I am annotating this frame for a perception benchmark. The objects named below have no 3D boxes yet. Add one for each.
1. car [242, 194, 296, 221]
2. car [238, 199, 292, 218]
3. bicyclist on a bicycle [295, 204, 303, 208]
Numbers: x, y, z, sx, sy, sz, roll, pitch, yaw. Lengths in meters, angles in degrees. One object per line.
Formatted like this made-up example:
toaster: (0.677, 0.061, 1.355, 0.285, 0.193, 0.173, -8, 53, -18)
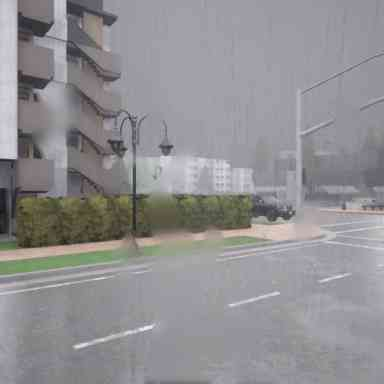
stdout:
car: (5.740, 1.221, 27.303, 2.150, 2.045, 5.566, 0, 0, -38)
car: (6.845, 1.478, 31.621, 1.882, 1.535, 5.008, 0, 0, -37)
bicyclist on a bicycle: (13.385, 1.301, 41.654, 1.656, 1.620, 0.582, 0, 0, -39)
